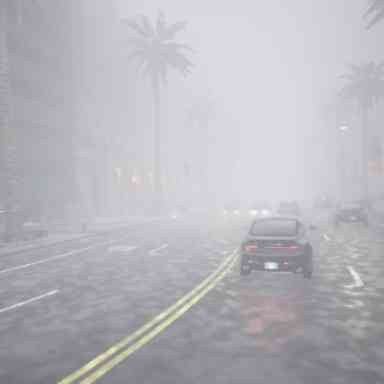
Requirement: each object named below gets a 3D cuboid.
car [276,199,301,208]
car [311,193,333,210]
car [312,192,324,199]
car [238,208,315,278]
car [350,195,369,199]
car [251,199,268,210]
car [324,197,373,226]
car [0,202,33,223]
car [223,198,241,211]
[{"bbox_3d":[8.498,1.371,29.260,2.128,1.511,4.902,-3,0,16],"label":"car"},{"bbox_3d":[14.364,1.187,36.859,2.128,1.511,4.902,-3,0,16],"label":"car"},{"bbox_3d":[30.890,0.876,81.689,2.161,1.482,4.786,-3,0,16],"label":"car"},{"bbox_3d":[2.661,1.475,10.138,1.837,1.490,4.892,-2,0,19],"label":"car"},{"bbox_3d":[16.209,1.064,32.529,2.231,1.521,4.892,-3,0,16],"label":"car"},{"bbox_3d":[8.904,1.579,43.552,1.895,1.301,4.718,-3,0,17],"label":"car"},{"bbox_3d":[9.675,1.288,20.856,1.812,1.442,4.674,-3,0,17],"label":"car"},{"bbox_3d":[-19.387,2.123,35.100,2.435,2.045,5.566,-3,0,16],"label":"car"},{"bbox_3d":[5.314,1.636,43.781,1.837,1.490,4.892,-3,-1,17],"label":"car"}]
